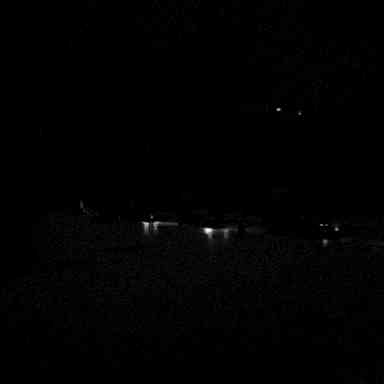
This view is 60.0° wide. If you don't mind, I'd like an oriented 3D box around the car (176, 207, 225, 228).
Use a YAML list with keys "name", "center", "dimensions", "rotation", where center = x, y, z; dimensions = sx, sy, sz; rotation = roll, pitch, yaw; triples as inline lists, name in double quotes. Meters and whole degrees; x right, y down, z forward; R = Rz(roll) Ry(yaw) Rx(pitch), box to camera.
- name: "car"
  center: [0.574, 1.991, 26.945]
  dimensions: [1.882, 1.535, 5.008]
  rotation: [-1, -1, -36]

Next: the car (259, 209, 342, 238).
- name: "car"
  center: [6.096, 1.725, 19.223]
  dimensions: [2.128, 1.511, 4.902]
  rotation: [-1, -1, -35]

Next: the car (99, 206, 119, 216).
- name: "car"
  center: [-12.661, 2.849, 50.534]
  dimensions: [2.128, 1.511, 4.902]
  rotation: [-1, -1, -35]

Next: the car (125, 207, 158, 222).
- name: "car"
  center: [-5.437, 2.331, 35.385]
  dimensions: [2.128, 1.511, 4.902]
  rotation: [-1, -1, -35]

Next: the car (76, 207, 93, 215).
- name: "car"
  center: [-19.581, 3.421, 60.209]
  dimensions: [1.895, 1.301, 4.718]
  rotation: [-1, -2, -35]
